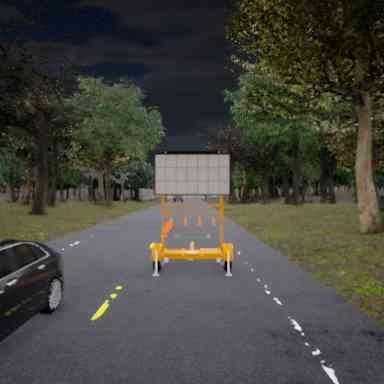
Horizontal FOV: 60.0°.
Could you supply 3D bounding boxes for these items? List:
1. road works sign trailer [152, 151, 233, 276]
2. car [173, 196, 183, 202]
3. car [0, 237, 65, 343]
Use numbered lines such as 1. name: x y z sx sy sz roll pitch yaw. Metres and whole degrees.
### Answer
1. road works sign trailer: 0.013 0.517 10.514 2.380 3.560 2.880 0 0 0
2. car: -3.384 1.503 82.465 2.150 2.045 5.566 0 0 0
3. car: -3.494 1.530 4.914 1.837 1.490 4.892 0 0 0
